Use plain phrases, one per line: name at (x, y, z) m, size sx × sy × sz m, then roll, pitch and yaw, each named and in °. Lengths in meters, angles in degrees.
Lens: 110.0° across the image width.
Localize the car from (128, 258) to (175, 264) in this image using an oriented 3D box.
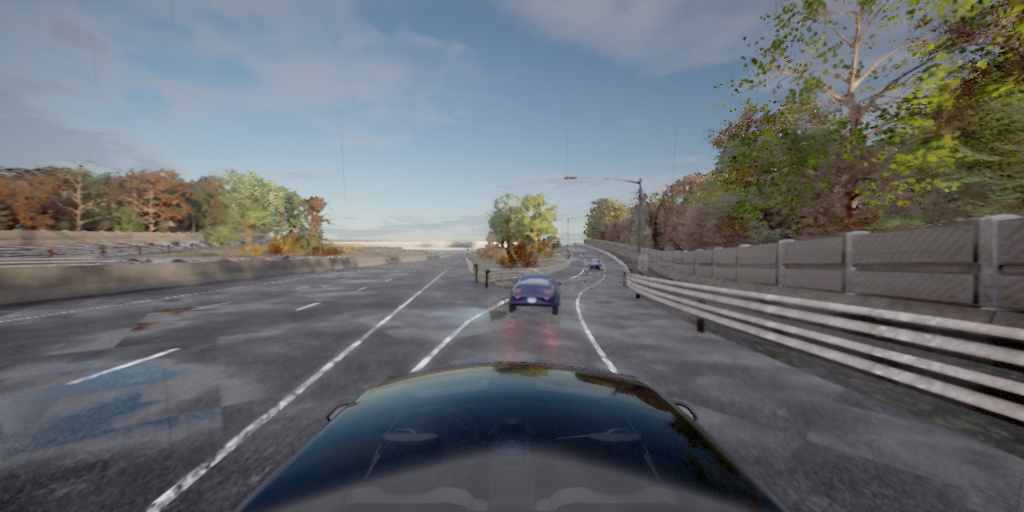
car at (-29.422, 0.960, 30.627) m, size 1.812 × 1.442 × 4.674 m, roll 1°, pitch 0°, yaw -7°

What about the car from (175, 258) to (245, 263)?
car at (-25.953, 0.947, 31.081) m, size 1.882 × 1.535 × 5.008 m, roll 1°, pitch 0°, yaw -7°

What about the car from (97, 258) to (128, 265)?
car at (-32.964, 0.893, 30.747) m, size 2.128 × 1.511 × 4.902 m, roll 1°, pitch 0°, yaw -7°

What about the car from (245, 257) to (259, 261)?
car at (-35.238, 0.869, 48.620) m, size 2.128 × 1.511 × 4.902 m, roll 1°, pitch 0°, yaw -7°

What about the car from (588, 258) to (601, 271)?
car at (14.178, 1.661, 61.742) m, size 1.882 × 1.535 × 5.008 m, roll 1°, pitch 2°, yaw 13°

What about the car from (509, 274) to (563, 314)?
car at (1.051, 1.459, 14.658) m, size 1.812 × 1.442 × 4.674 m, roll 1°, pitch -2°, yaw 9°

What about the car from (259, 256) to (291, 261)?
car at (-31.764, 0.763, 49.028) m, size 2.097 × 1.767 × 4.553 m, roll 1°, pitch 0°, yaw -7°

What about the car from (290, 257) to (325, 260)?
car at (-28.336, 1.046, 49.807) m, size 1.895 × 1.301 × 4.718 m, roll 1°, pitch 0°, yaw -7°
